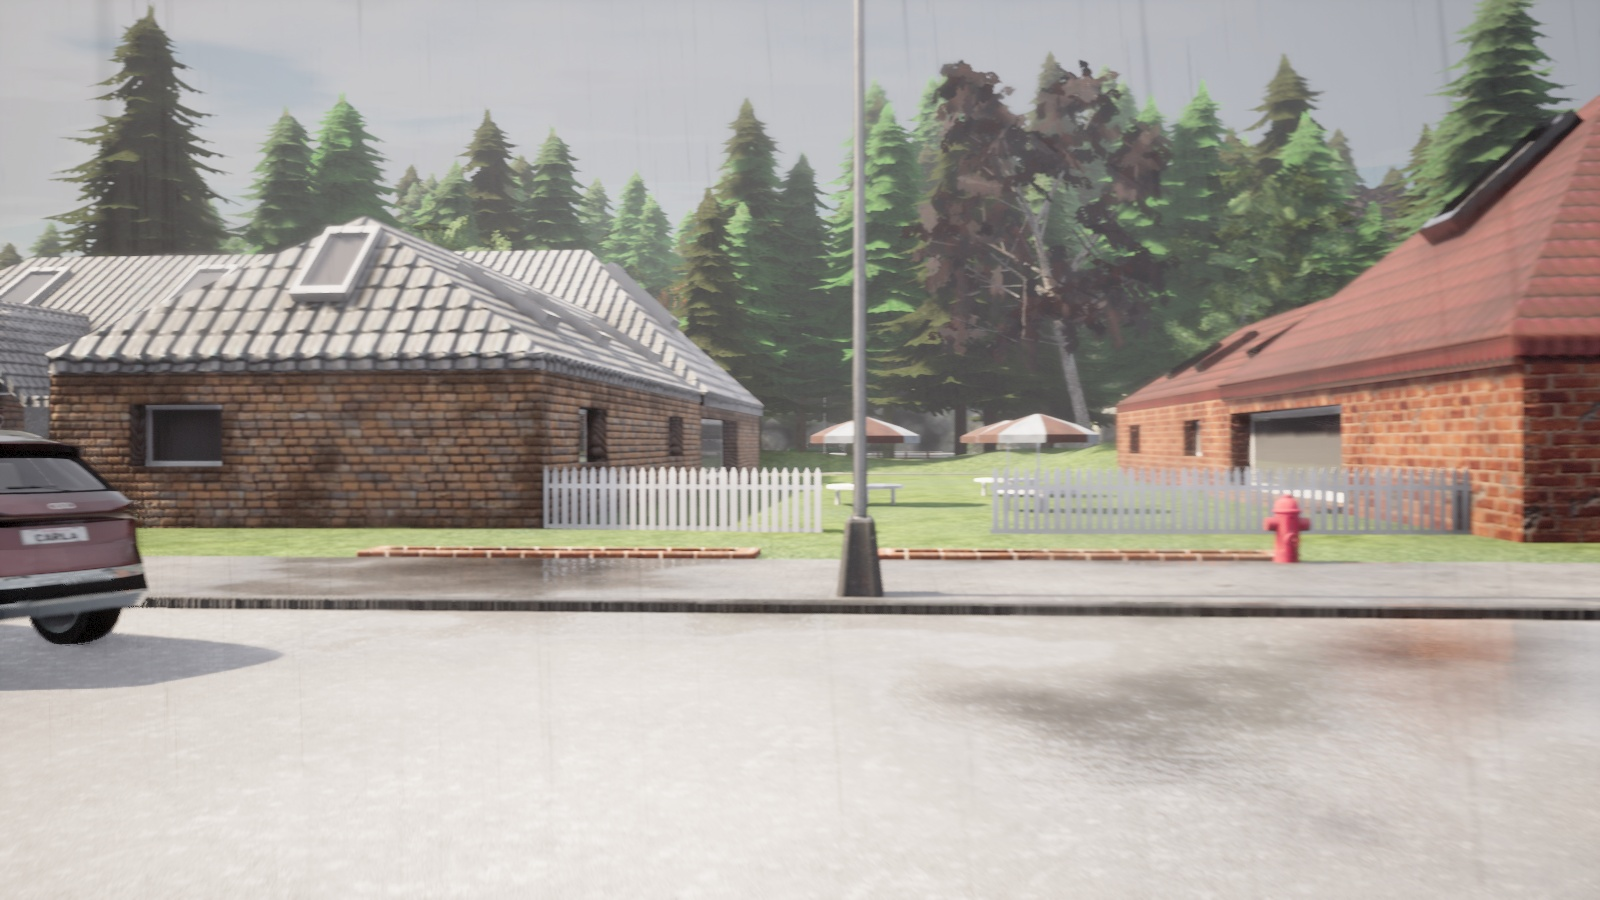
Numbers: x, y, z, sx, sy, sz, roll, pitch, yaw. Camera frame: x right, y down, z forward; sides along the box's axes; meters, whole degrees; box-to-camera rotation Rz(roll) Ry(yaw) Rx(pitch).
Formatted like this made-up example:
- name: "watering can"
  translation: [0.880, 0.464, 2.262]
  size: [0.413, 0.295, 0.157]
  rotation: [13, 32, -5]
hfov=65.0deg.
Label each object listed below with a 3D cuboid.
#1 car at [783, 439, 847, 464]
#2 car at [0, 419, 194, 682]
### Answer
- name: "car"
  translation: [1.126, 0.104, 91.270]
  size: [4.553, 1.767, 2.097]
  rotation: [0, 0, 4]
- name: "car"
  translation: [-7.078, 0.632, 9.212]
  size: [4.856, 1.649, 2.033]
  rotation: [0, 0, 23]
